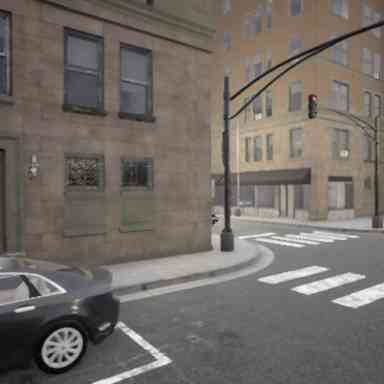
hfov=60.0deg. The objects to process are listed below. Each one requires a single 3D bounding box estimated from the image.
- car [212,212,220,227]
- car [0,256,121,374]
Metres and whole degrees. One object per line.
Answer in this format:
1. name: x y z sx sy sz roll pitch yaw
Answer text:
1. car: -0.381 1.430 20.806 1.895 1.301 4.718 0 1 -36
2. car: -3.065 1.552 4.003 4.403 1.369 2.008 0 0 -35
